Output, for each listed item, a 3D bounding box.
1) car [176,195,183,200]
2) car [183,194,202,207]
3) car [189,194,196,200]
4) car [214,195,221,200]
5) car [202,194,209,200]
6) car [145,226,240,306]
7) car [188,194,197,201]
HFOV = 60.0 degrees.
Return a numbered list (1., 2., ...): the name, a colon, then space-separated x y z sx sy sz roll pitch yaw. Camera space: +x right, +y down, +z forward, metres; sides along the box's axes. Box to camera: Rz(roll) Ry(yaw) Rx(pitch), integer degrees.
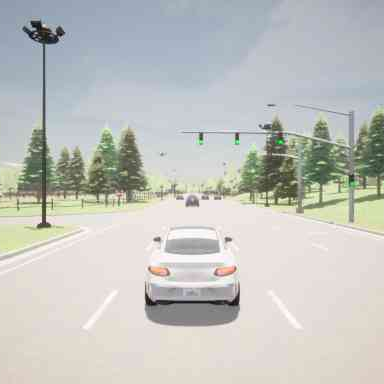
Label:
1. car: -3.356 1.553 93.217 1.994 1.385 4.181 0 0 0
2. car: 0.080 1.352 51.769 2.097 1.767 4.553 0 0 0
3. car: 0.144 1.332 92.832 1.837 1.490 4.892 0 0 0
4. car: 7.144 1.525 93.234 2.128 1.511 4.902 0 0 0
5. car: 3.644 1.355 93.209 2.097 1.767 4.553 0 0 0
6. car: 0.018 1.526 7.895 1.812 1.442 4.674 0 0 0
7. car: 0.128 1.348 82.798 2.097 1.767 4.553 0 0 0
